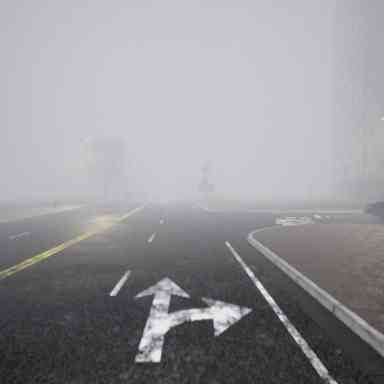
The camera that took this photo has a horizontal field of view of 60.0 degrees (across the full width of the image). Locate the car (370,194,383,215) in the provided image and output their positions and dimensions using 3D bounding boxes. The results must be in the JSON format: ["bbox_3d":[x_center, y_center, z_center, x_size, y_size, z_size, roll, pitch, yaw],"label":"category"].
[{"bbox_3d":[16.865,0.998,26.847,4.097,1.590,1.967,0,1,13],"label":"car"}]

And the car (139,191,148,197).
[{"bbox_3d":[-10.927,0.449,75.018,1.994,1.385,4.181,0,1,-7],"label":"car"}]

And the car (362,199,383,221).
[{"bbox_3d":[13.846,1.114,21.714,4.902,1.511,2.128,0,0,13],"label":"car"}]

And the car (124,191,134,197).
[{"bbox_3d":[-14.155,0.454,74.644,1.994,1.385,4.181,0,1,-7],"label":"car"}]
